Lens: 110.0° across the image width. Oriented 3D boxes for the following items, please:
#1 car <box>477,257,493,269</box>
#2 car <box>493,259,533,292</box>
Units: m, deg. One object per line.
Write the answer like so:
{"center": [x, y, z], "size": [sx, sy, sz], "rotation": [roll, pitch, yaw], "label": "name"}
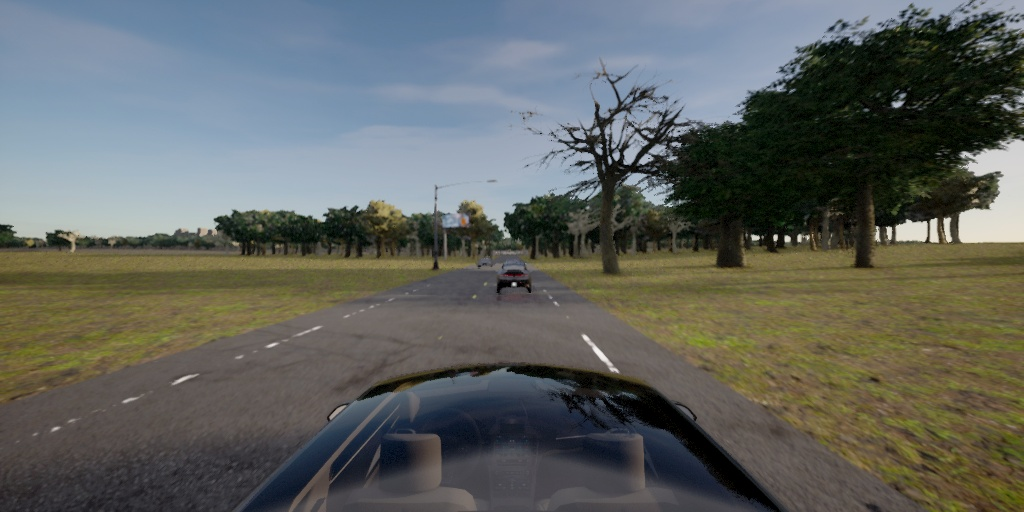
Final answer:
{"center": [-3.482, 0.882, 47.683], "size": [1.994, 1.385, 4.181], "rotation": [0, 0, 0], "label": "car"}
{"center": [0.108, 1.115, 19.979], "size": [1.837, 1.490, 4.892], "rotation": [0, 0, 0], "label": "car"}
